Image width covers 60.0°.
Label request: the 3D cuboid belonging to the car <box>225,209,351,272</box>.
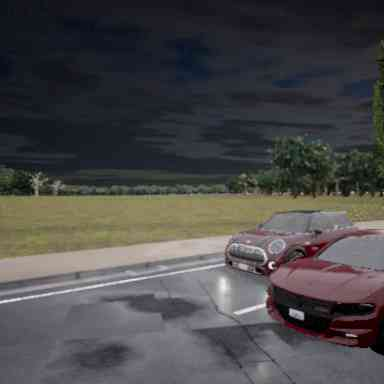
[{"bbox_3d":[3.158,1.346,9.941,4.553,1.767,2.097,0,0,-36],"label":"car"}]

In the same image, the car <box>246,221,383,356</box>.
[{"bbox_3d":[3.526,1.473,6.208,5.008,1.535,1.882,0,0,-36],"label":"car"}]
